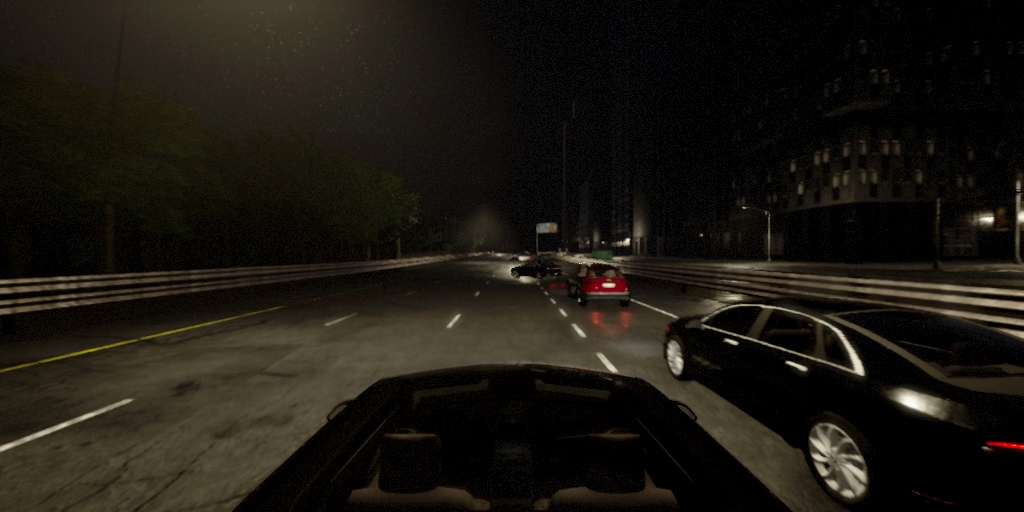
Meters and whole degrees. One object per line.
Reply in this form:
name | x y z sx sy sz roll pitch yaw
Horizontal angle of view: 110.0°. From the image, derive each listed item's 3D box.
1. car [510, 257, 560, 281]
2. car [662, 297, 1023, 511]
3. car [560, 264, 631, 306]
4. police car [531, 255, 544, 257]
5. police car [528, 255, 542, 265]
car | 1.838 1.102 28.379 2.128 1.511 4.902 0 1 -36
car | 3.498 1.243 4.271 1.837 1.490 4.892 0 0 0
car | 3.512 1.116 15.242 2.033 1.649 4.856 0 0 0
police car | 3.706 0.817 48.145 2.038 1.542 4.974 0 1 1
police car | 3.821 0.628 59.115 2.038 1.542 4.974 0 1 1
